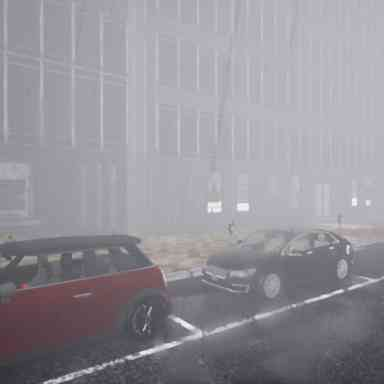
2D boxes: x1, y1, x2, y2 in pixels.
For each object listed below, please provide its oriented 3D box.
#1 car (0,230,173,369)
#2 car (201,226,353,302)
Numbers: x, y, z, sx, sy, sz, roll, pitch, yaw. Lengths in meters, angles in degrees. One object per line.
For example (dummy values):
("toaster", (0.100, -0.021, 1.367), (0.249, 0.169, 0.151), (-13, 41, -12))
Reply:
("car", (-2.392, 1.440, 4.856), (4.097, 1.590, 1.967), (0, 0, -36))
("car", (2.238, 1.546, 8.167), (4.403, 1.369, 2.008), (0, 0, -36))
